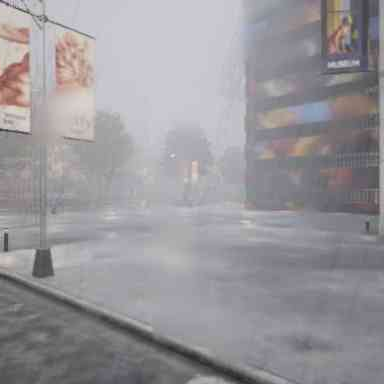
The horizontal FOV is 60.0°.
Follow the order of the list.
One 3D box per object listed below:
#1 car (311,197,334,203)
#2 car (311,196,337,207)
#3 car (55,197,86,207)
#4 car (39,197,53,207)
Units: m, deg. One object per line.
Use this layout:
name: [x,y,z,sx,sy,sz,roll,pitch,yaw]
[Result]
car: [14.827,1.342,37.735,2.002,1.452,4.674,0,0,41]
car: [19.730,1.441,49.640,2.161,1.482,4.786,0,0,41]
car: [-18.807,1.674,52.478,1.994,1.385,4.181,0,0,41]
car: [-22.223,1.611,53.869,2.128,1.511,4.902,0,0,41]
